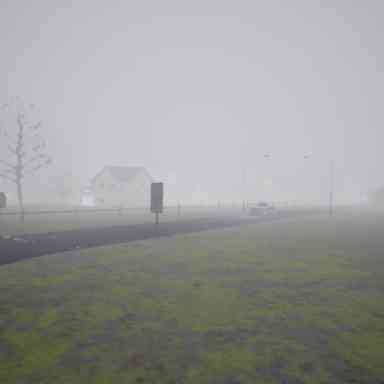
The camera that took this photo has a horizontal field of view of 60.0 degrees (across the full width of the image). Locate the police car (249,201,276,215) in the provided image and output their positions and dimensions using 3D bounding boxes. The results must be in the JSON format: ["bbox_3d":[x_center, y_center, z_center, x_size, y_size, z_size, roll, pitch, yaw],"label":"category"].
[{"bbox_3d":[8.746,1.959,41.205,1.930,1.638,5.238,1,0,35],"label":"police car"}]
